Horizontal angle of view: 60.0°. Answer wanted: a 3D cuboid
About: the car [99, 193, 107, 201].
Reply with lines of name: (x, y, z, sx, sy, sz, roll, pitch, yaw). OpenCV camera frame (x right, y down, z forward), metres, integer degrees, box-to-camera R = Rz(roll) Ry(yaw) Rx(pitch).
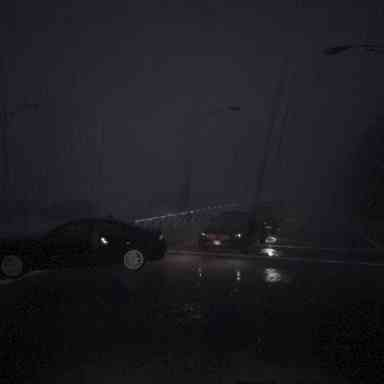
car: (-20.043, 1.015, 70.952, 3.866, 1.878, 1.905, 0, 0, 19)

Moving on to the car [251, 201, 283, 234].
car: (4.010, 1.490, 19.260, 1.837, 1.490, 4.892, 0, 0, 19)

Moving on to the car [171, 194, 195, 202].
car: (-1.939, 1.259, 68.659, 4.514, 1.523, 2.007, 0, 0, 19)

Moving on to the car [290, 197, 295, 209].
car: (9.877, 1.545, 36.495, 1.994, 1.385, 4.181, 0, 0, 19)

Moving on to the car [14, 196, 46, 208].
car: (-21.589, 1.274, 44.296, 3.633, 1.501, 1.845, 0, 0, 19)

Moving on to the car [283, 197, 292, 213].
car: (7.824, 1.487, 30.461, 1.837, 1.490, 4.892, 0, 0, 19)

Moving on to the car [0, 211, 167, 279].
car: (-3.261, 1.475, 9.843, 5.008, 1.535, 1.882, 0, 0, -15)

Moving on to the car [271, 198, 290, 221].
car: (5.934, 1.475, 24.902, 2.128, 1.511, 4.902, 0, 0, 19)

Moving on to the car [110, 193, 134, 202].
car: (-13.651, 1.047, 65.308, 4.605, 1.855, 1.932, 0, 0, 19)

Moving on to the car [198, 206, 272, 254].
car: (1.851, 1.514, 13.856, 1.812, 1.442, 4.674, 0, 0, 25)

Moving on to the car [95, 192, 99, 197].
car: (-21.692, 1.299, 68.001, 3.806, 1.475, 1.970, 0, 0, 19)

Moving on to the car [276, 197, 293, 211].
car: (11.762, 1.484, 42.047, 1.837, 1.490, 4.892, 0, 0, 19)

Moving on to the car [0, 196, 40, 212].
car: (-15.041, 1.356, 29.404, 3.806, 1.475, 1.970, 0, 0, 19)

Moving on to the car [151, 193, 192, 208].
car: (-2.864, 1.075, 41.745, 4.605, 1.855, 1.932, 0, 0, 19)

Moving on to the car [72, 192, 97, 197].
car: (-18.333, 1.250, 53.743, 4.514, 1.523, 2.007, 0, 0, 19)

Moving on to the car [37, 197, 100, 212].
car: (-8.974, 1.356, 24.194, 3.633, 1.501, 1.845, 0, 0, 19)

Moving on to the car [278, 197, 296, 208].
car: (13.656, 1.469, 47.619, 2.128, 1.511, 4.902, 0, 0, 19)

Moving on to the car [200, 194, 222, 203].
car: (3.556, 1.203, 62.923, 3.806, 1.475, 1.970, 0, 0, 19)

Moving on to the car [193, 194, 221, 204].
car: (1.798, 1.127, 56.743, 5.027, 1.636, 2.152, 0, 0, 19)
